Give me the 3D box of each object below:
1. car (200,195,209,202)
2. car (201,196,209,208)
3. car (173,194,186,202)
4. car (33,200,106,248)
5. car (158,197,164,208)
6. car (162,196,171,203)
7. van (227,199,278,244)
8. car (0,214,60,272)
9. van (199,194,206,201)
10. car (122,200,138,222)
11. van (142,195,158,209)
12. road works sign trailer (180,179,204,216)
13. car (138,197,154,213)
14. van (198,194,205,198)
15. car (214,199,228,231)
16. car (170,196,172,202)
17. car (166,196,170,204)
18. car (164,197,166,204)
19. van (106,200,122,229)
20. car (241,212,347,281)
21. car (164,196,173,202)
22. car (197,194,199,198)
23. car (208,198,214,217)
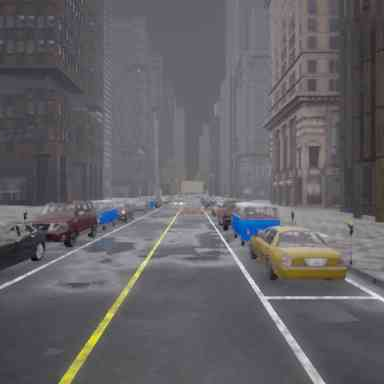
[{"bbox_3d":[2.776,1.685,59.287,1.802,1.307,4.206,0,0,0],"label":"car"},{"bbox_3d":[2.774,1.633,48.237,2.008,1.369,4.403,0,0,0],"label":"car"},{"bbox_3d":[-2.999,1.687,75.909,1.895,1.301,4.718,0,0,0],"label":"car"},{"bbox_3d":[-5.761,1.336,15.100,2.192,1.841,5.009,0,0,0],"label":"car"},{"bbox_3d":[-5.768,1.397,48.253,2.192,1.841,5.009,0,0,0],"label":"car"},{"bbox_3d":[-5.774,1.680,75.879,1.887,1.381,4.507,0,0,0],"label":"car"},{"bbox_3d":[2.769,1.362,15.088,1.690,1.788,3.998,0,0,0],"label":"van"},{"bbox_3d":[-5.760,1.563,9.575,2.008,1.369,4.403,0,0,0],"label":"car"},{"bbox_3d":[2.781,1.499,86.912,1.690,1.788,3.998,0,0,0],"label":"van"},{"bbox_3d":[-5.763,1.481,26.150,1.967,1.590,4.097,0,0,0],"label":"car"},{"bbox_3d":[-5.767,1.413,42.727,1.690,1.788,3.998,0,0,0],"label":"van"},{"bbox_3d":[0.000,0.519,33.702,2.380,3.560,2.880,0,0,0],"label":"road works sign trailer"},{"bbox_3d":[-5.766,1.612,37.201,2.008,1.369,4.403,0,0,0],"label":"car"},{"bbox_3d":[2.778,1.465,70.337,1.690,1.788,3.998,0,0,0],"label":"van"},{"bbox_3d":[2.770,1.346,20.613,2.192,1.841,5.009,0,0,0],"label":"car"},{"bbox_3d":[-5.773,1.669,70.354,1.887,1.381,4.507,0,0,0],"label":"car"},{"bbox_3d":[-5.772,1.639,64.659,1.752,1.417,4.829,0,0,0],"label":"car"},{"bbox_3d":[-5.770,1.638,53.778,1.887,1.381,4.507,0,0,0],"label":"car"},{"bbox_3d":[-5.762,1.372,20.626,1.690,1.788,3.998,0,0,0],"label":"van"},{"bbox_3d":[2.767,1.538,9.733,1.752,1.417,4.829,0,0,0],"label":"car"},{"bbox_3d":[-5.776,1.691,81.405,1.887,1.381,4.507,0,0,0],"label":"car"},{"bbox_3d":[2.779,1.691,81.386,1.887,1.381,4.507,0,0,0],"label":"car"},{"bbox_3d":[2.771,1.577,31.832,1.752,1.417,4.829,0,0,0],"label":"car"}]
